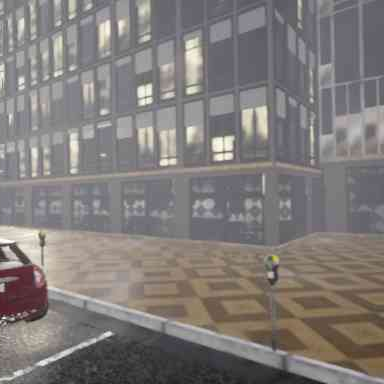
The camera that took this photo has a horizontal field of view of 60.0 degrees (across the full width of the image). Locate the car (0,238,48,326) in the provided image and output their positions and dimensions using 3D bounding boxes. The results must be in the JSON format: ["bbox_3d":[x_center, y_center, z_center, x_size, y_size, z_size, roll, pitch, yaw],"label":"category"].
[{"bbox_3d":[-4.514,1.499,6.114,4.097,1.590,1.967,-1,-1,36],"label":"car"}]
